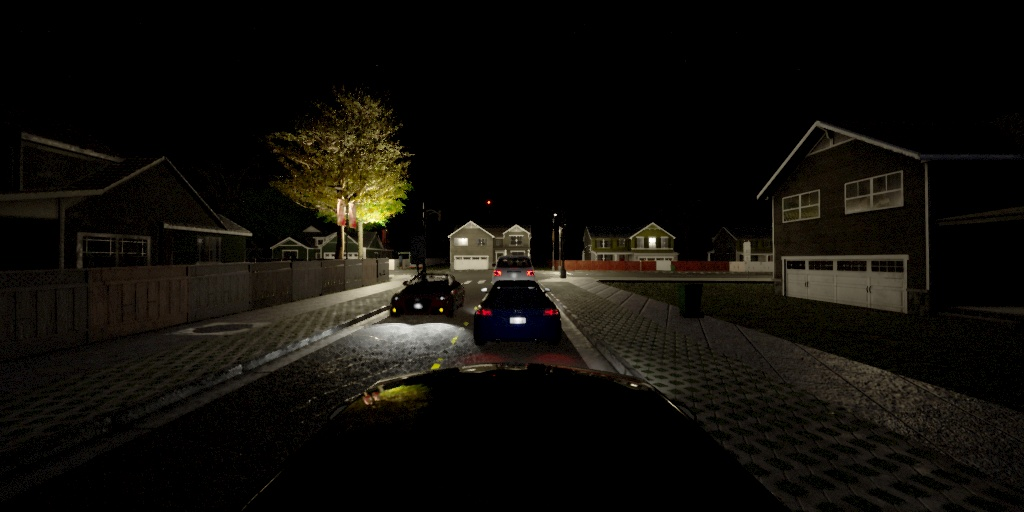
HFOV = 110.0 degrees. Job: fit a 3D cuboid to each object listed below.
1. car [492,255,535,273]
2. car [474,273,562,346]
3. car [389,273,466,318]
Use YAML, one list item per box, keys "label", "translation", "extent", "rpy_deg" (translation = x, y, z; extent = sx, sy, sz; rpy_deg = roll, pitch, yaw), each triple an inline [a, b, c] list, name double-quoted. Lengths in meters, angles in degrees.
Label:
- label: "car"
  translation: [0.101, 0.976, 19.451]
  extent: [2.150, 2.045, 5.566]
  rpy_deg: [0, 0, 0]
- label: "car"
  translation: [0.106, 1.316, 9.489]
  extent: [1.994, 1.385, 4.181]
  rpy_deg: [0, 0, 0]
- label: "car"
  translation: [-2.830, 1.316, 12.785]
  extent: [1.994, 1.385, 4.181]
  rpy_deg: [0, 0, 0]
